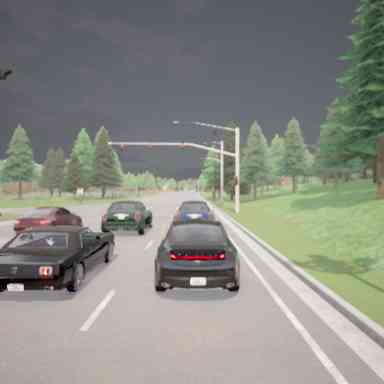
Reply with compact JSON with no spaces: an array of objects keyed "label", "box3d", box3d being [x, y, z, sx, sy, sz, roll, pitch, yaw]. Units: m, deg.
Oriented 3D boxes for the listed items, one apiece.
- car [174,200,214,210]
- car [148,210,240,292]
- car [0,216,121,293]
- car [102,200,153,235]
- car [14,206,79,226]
[{"label":"car","box3d":[0.119,1.228,17.865,2.097,1.767,4.553,0,0,0]},{"label":"car","box3d":[0.110,1.443,8.773,1.837,1.490,4.892,0,0,0]},{"label":"car","box3d":[-3.390,1.540,8.655,1.895,1.301,4.718,0,0,0]},{"label":"car","box3d":[-3.380,1.227,18.009,2.097,1.767,4.553,0,0,0]},{"label":"car","box3d":[-6.882,1.413,16.268,1.812,1.442,4.674,0,0,0]}]
